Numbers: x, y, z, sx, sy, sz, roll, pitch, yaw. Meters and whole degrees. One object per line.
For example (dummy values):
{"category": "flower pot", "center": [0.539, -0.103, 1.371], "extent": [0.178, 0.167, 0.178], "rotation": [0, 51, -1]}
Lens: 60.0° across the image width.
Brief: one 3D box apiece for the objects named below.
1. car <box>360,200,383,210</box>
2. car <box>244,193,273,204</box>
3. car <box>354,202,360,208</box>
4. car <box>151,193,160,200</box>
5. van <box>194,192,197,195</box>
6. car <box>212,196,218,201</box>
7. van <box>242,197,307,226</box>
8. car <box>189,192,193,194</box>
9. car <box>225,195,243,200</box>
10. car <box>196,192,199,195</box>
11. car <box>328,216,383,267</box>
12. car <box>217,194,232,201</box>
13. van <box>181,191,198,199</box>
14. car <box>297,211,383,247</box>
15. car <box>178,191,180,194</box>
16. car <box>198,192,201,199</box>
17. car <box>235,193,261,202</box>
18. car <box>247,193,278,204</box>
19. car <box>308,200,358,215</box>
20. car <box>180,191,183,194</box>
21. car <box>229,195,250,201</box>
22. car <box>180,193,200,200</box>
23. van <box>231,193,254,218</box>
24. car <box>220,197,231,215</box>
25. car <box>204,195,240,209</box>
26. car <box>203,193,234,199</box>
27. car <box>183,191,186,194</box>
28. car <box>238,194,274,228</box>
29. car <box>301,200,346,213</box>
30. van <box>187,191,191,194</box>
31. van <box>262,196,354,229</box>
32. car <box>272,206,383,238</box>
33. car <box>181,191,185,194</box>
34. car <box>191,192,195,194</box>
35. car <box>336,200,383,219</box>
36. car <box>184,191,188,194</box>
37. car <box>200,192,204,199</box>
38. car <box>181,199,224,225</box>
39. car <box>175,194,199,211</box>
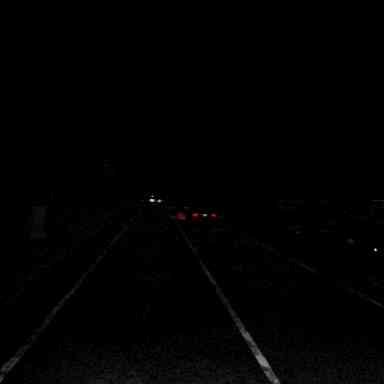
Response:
{"category": "car", "center": [18.793, 1.780, 30.070], "extent": [5.566, 2.045, 2.435], "rotation": [2, 0, -6]}
{"category": "car", "center": [14.288, 1.397, 71.590], "extent": [5.566, 2.045, 2.435], "rotation": [2, 0, -6]}
{"category": "car", "center": [18.431, 2.034, 32.825], "extent": [4.792, 1.488, 2.163], "rotation": [2, 0, -6]}
{"category": "car", "center": [-7.997, 0.928, 73.828], "extent": [1.882, 1.535, 5.008], "rotation": [2, 0, -6]}
{"category": "van", "center": [3.016, 1.162, 53.239], "extent": [4.442, 1.987, 1.878], "rotation": [2, 0, -6]}
{"category": "car", "center": [4.912, 1.585, 36.529], "extent": [4.674, 1.452, 2.002], "rotation": [2, 0, -6]}
{"category": "van", "center": [6.233, 1.425, 25.391], "extent": [4.442, 1.987, 1.878], "rotation": [2, 0, -6]}
{"category": "car", "center": [2.200, 1.343, 61.611], "extent": [4.792, 1.488, 2.163], "rotation": [2, 0, -6]}
{"category": "car", "center": [11.932, 1.539, 93.747], "extent": [4.674, 1.452, 2.002], "rotation": [2, 0, -6]}
{"category": "car", "center": [3.459, 1.292, 50.468], "extent": [4.553, 1.767, 2.185], "rotation": [2, 0, -6]}
{"category": "car", "center": [7.632, 1.781, 11.440], "extent": [4.792, 1.488, 2.163], "rotation": [2, 0, -6]}
{"category": "car", "center": [5.250, 1.446, 33.744], "extent": [4.553, 1.767, 2.185], "rotation": [2, 0, -6]}
{"category": "van", "center": [-0.634, 0.881, 89.496], "extent": [4.442, 1.987, 1.878], "rotation": [2, 0, -6]}
{"category": "car", "center": [7.301, 1.776, 14.228], "extent": [4.674, 1.452, 2.002], "rotation": [2, 0, -6]}
{"category": "car", "center": [-0.123, 0.885, 83.911], "extent": [5.566, 2.045, 2.435], "rotation": [2, 0, -6]}
{"category": "car", "center": [3.695, 1.316, 47.674], "extent": [4.553, 1.767, 2.185], "rotation": [2, 0, -6]}
{"category": "car", "center": [13.398, 1.331, 79.898], "extent": [5.566, 2.045, 2.435], "rotation": [2, 0, -6]}
{"category": "car", "center": [14.572, 1.421, 68.943], "extent": [5.566, 2.045, 2.435], "rotation": [2, 0, -6]}
{"category": "car", "center": [17.390, 1.920, 41.088], "extent": [5.366, 1.575, 1.946], "rotation": [2, 0, -6]}
{"category": "car", "center": [0.136, 1.153, 81.117], "extent": [4.892, 1.521, 2.231], "rotation": [2, 0, -6]}
{"category": "car", "center": [12.523, 1.532, 88.206], "extent": [5.008, 1.535, 2.097], "rotation": [2, 0, -6]}
{"category": "car", "center": [-0.463, 1.119, 86.696], "extent": [5.008, 1.535, 2.097], "rotation": [2, 0, -6]}
{"category": "van", "center": [5.935, 1.399, 28.178], "extent": [4.442, 1.987, 1.878], "rotation": [2, 0, -6]}
{"category": "car", "center": [5.507, 1.597, 30.954], "extent": [4.892, 1.521, 2.231], "rotation": [2, 0, -6]}
{"category": "car", "center": [3.994, 1.341, 44.887], "extent": [4.553, 1.767, 2.185], "rotation": [2, 0, -6]}
{"category": "car", "center": [4.597, 1.267, 39.312], "extent": [5.566, 2.045, 2.435], "rotation": [2, 0, -6]}
{"category": "car", "center": [1.030, 1.213, 72.759], "extent": [5.008, 1.535, 2.097], "rotation": [2, 0, -6]}
{"category": "car", "center": [6.389, 1.421, 22.588], "extent": [5.566, 2.045, 2.435], "rotation": [2, 0, -6]}
{"category": "car", "center": [17.283, 1.905, 43.870], "extent": [4.892, 1.521, 2.231], "rotation": [2, 0, -6]}
{"category": "van", "center": [1.822, 1.059, 64.388], "extent": [4.442, 1.987, 1.878], "rotation": [2, 0, -6]}
{"category": "van", "center": [6.830, 1.476, 19.819], "extent": [4.442, 1.987, 1.878], "rotation": [2, 0, -6]}
{"category": "car", "center": [7.012, 1.718, 17.016], "extent": [4.892, 1.521, 2.231], "rotation": [2, 0, -6]}
{"category": "car", "center": [0.408, 1.200, 78.333], "extent": [4.792, 1.488, 2.163], "rotation": [2, 0, -6]}
{"category": "car", "center": [2.821, 1.365, 56.039], "extent": [5.008, 1.535, 2.097], "rotation": [2, 0, -6]}
{"category": "car", "center": [18.199, 1.855, 35.592], "extent": [4.553, 1.767, 2.185], "rotation": [2, 0, -6]}
{"category": "car", "center": [1.518, 1.240, 69.996], "extent": [5.366, 1.575, 1.946], "rotation": [2, 0, -6]}
{"category": "car", "center": [4.299, 1.241, 42.099], "extent": [5.566, 2.045, 2.435], "rotation": [2, 0, -6]}
{"category": "car", "center": [0.588, 1.526, 24.007], "extent": [2.033, 1.411, 5.357], "rotation": [2, 0, -6]}
{"category": "car", "center": [-0.876, 1.364, 37.811], "extent": [2.128, 1.511, 4.902], "rotation": [2, 0, -6]}
